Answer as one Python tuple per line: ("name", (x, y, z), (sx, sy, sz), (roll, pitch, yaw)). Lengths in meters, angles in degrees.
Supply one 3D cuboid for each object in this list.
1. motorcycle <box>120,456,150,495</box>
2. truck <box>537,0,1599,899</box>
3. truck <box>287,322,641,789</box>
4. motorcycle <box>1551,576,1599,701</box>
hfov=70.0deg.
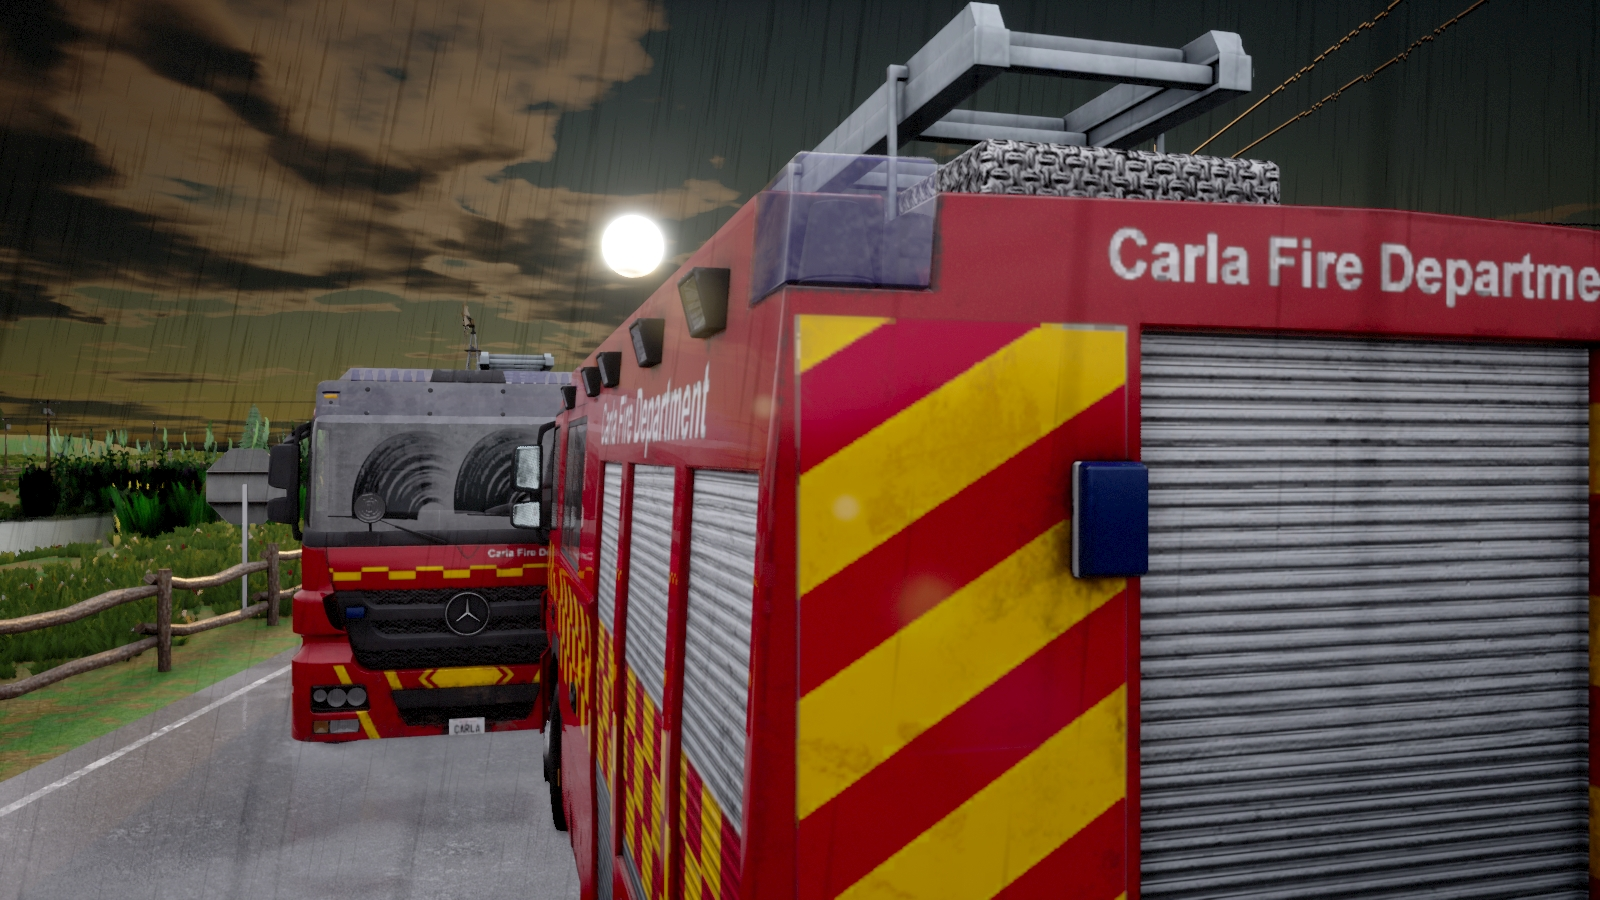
("motorcycle", (-41.391, 1.577, 71.120), (0.803, 2.348, 2.033), (0, 0, -4))
("truck", (0.076, 0.867, 6.872), (2.891, 3.827, 8.468), (0, 0, -15))
("truck", (-3.921, 0.862, 13.840), (2.891, 3.827, 8.468), (0, 0, -15))
("motorcycle", (9.774, 2.142, 13.106), (1.805, 1.316, 0.856), (0, 0, -7))
